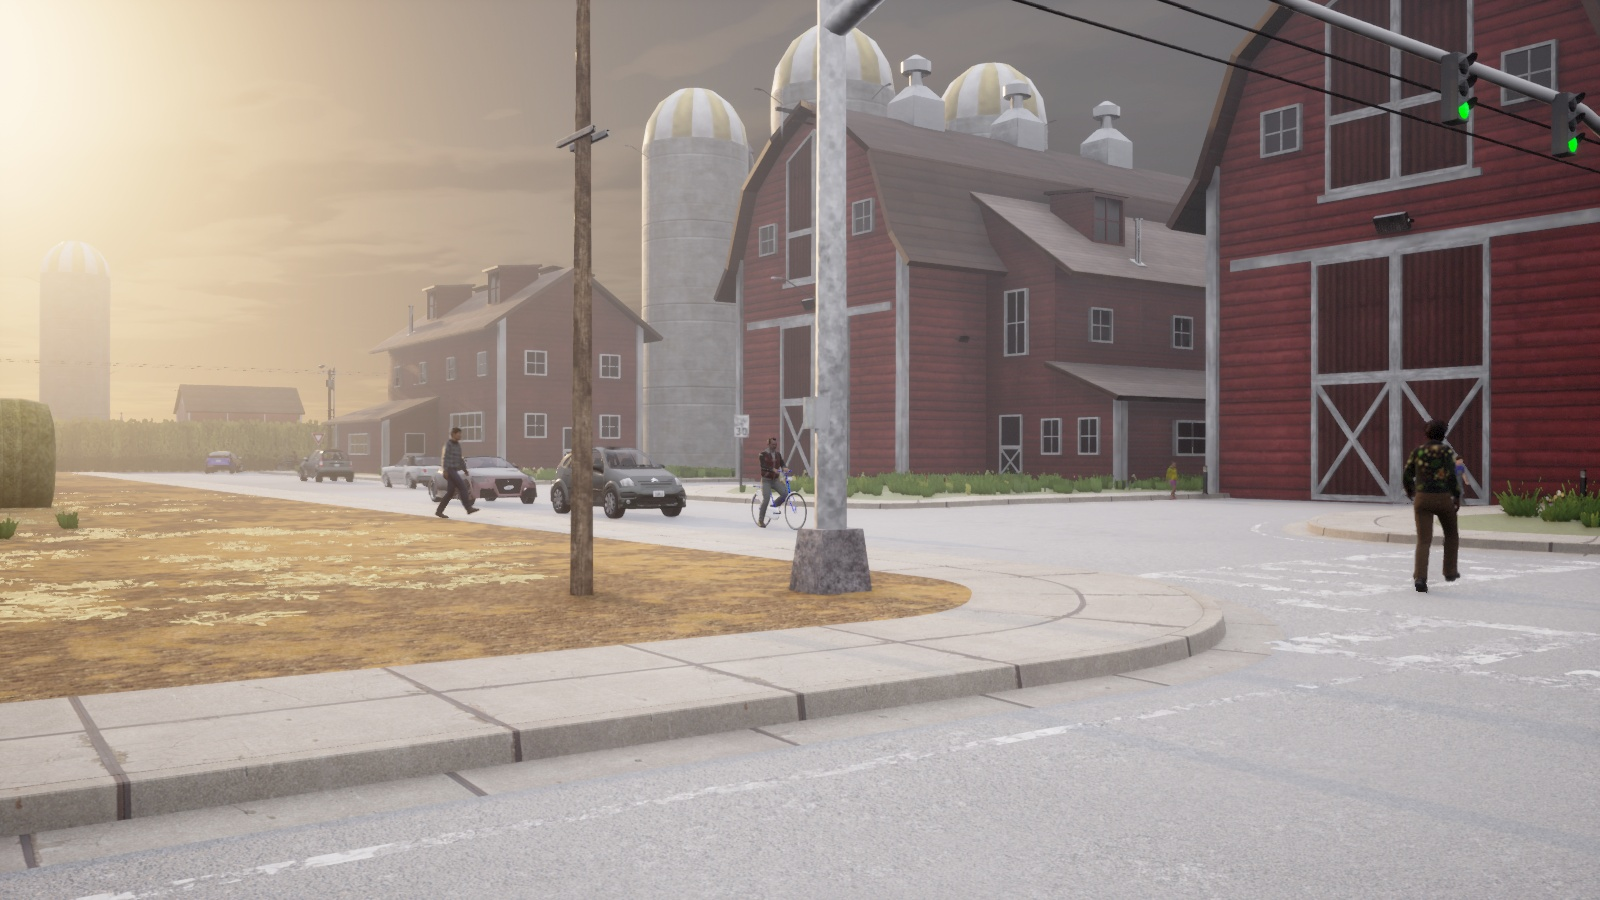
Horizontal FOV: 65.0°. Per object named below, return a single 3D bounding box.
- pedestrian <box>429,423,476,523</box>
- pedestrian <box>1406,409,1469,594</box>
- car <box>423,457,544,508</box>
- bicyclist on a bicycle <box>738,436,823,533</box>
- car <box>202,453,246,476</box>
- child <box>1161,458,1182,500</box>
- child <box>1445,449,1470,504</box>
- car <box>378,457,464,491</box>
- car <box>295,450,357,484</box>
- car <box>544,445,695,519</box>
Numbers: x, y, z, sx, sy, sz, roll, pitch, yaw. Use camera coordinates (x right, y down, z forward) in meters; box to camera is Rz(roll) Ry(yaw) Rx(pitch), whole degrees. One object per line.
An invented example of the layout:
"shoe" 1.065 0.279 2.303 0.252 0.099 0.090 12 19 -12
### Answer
"pedestrian" -6.862 0.455 24.805 0.788 1.949 0.423 0 0 2
"pedestrian" 6.834 0.539 13.462 0.692 1.930 0.395 0 0 -44
"car" -9.154 0.890 36.138 1.994 1.385 4.181 0 0 -36
"bicyclist on a bicycle" -0.399 0.641 24.027 0.659 1.776 1.843 -1 0 -36
"car" -39.317 0.964 85.765 2.007 1.525 4.514 0 0 -15
"child" 10.423 0.804 35.209 0.299 1.160 0.473 0 0 -36
"child" 15.187 0.604 28.999 0.270 1.263 0.437 0 0 -21
"car" -15.308 0.959 50.599 1.895 1.301 4.718 0 -1 -36
"car" -23.293 0.816 61.643 1.851 1.617 3.988 0 0 -36
"car" -4.279 0.697 29.392 1.851 1.617 3.988 0 0 -36
